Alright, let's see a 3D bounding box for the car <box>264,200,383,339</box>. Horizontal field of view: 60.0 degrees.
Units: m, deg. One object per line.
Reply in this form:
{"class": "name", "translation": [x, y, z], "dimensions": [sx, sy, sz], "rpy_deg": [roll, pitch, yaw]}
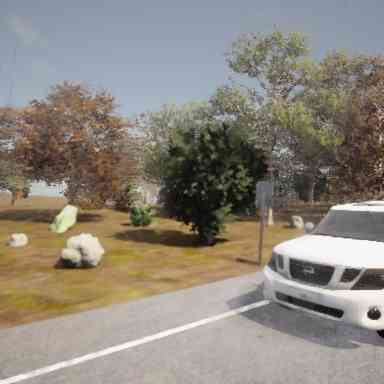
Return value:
{"class": "car", "translation": [3.867, 1.229, 6.863], "dimensions": [5.566, 2.045, 2.150], "rpy_deg": [0, 0, -39]}
